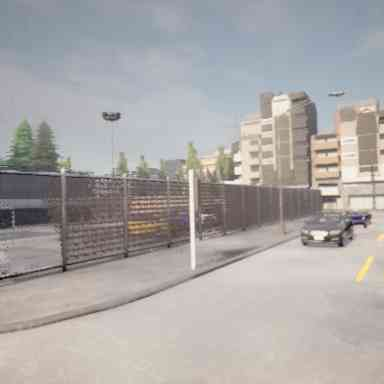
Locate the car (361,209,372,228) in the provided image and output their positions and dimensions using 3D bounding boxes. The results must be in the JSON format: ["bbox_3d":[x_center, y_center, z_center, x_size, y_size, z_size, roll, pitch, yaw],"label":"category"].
[{"bbox_3d":[12.355,1.928,25.093,1.895,1.301,4.718,-3,-2,33],"label":"car"}]

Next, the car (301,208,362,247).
[{"bbox_3d":[6.836,1.748,16.563,2.128,1.511,4.902,-3,-2,33],"label":"car"}]
